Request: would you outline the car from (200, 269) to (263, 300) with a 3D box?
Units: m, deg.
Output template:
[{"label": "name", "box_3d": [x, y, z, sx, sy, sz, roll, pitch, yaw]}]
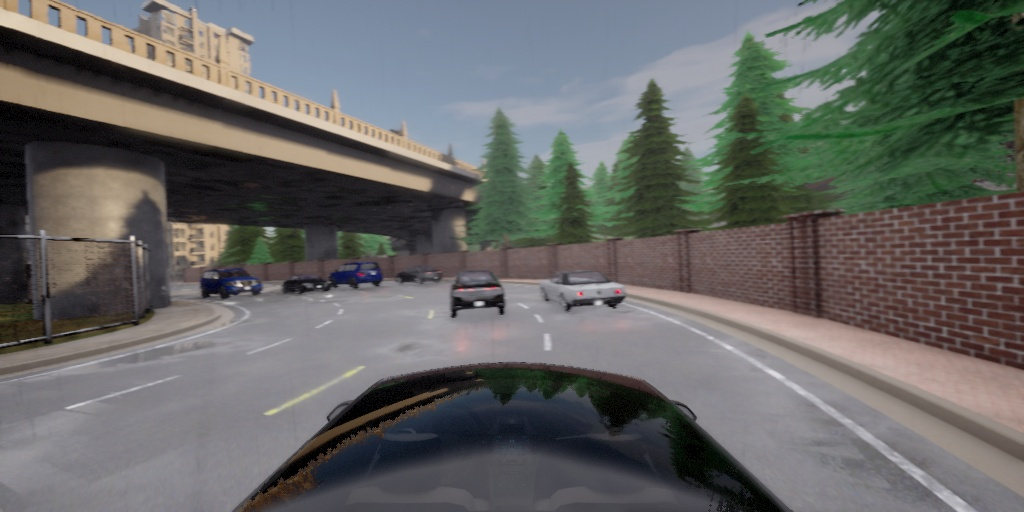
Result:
[{"label": "car", "box_3d": [-20.084, 1.935, 25.554, 5.566, 2.045, 2.150, -3, 0, 33]}]

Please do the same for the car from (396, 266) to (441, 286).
[{"label": "car", "box_3d": [-7.670, 1.568, 29.278, 4.902, 1.511, 2.128, -3, 0, 43]}]

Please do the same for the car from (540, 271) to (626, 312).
[{"label": "car", "box_3d": [2.394, 1.203, 13.528, 1.895, 1.301, 4.718, -3, 0, -9]}]

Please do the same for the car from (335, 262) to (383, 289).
[{"label": "car", "box_3d": [-12.722, 1.554, 29.086, 5.566, 2.045, 2.150, -3, 0, 38]}]

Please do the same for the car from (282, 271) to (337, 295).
[{"label": "car", "box_3d": [-14.948, 2.016, 26.034, 4.181, 1.385, 1.994, -3, 0, 38]}]

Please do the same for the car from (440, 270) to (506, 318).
[{"label": "car", "box_3d": [-1.414, 1.286, 13.565, 2.128, 1.511, 4.902, -3, 0, -9]}]
